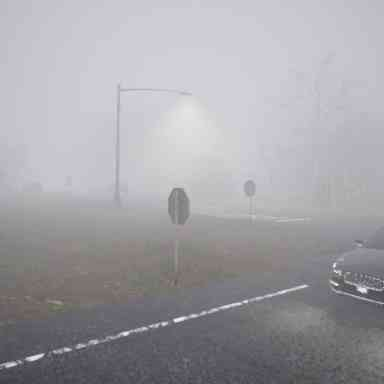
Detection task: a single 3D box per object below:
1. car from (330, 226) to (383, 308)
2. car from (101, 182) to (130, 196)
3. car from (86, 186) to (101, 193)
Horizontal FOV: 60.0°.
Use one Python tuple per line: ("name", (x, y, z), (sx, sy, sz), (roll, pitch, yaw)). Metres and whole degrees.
("car", (5.067, 1.448, 7.445), (4.892, 1.490, 1.837), (-2, 2, -35))
("car", (-11.544, -0.487, 51.383), (2.150, 2.045, 5.566), (0, 2, -36))
("car", (-17.592, -0.480, 59.848), (1.994, 1.385, 4.181), (0, 2, -36))
